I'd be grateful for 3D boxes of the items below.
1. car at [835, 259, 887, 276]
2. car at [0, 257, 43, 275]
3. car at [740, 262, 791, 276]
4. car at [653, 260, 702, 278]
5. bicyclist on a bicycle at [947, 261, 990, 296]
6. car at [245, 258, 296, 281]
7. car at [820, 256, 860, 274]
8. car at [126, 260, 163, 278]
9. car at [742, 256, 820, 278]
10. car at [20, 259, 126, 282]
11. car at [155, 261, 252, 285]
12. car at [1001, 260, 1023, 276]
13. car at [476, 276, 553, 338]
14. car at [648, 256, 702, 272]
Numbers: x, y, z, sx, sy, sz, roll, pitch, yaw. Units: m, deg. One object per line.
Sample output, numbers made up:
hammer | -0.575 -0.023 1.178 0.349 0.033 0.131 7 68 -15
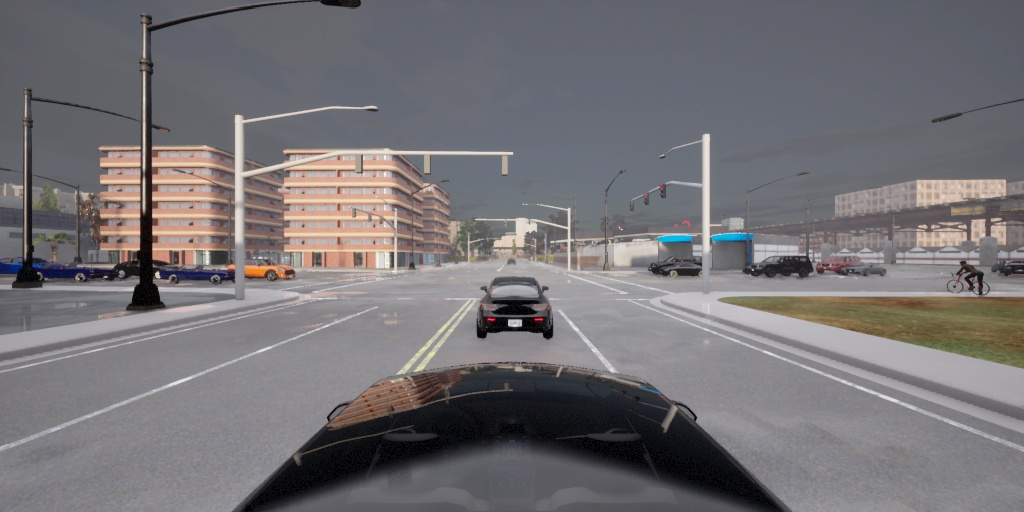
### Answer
car | 35.243 1.314 35.978 4.181 1.385 1.994 0 0 -18
car | -38.176 0.821 28.310 5.008 1.535 1.882 1 0 1
car | 26.583 1.314 37.696 4.181 1.385 1.994 0 0 -8
car | 16.096 1.314 33.906 4.181 1.385 1.994 0 0 0
bicyclist on a bicycle | 21.908 1.051 17.256 0.582 1.620 1.656 0 0 0
car | -19.466 0.986 27.959 4.553 1.767 2.097 1 0 1
car | 36.621 0.971 40.073 5.566 2.045 2.150 0 0 -22
car | -28.243 1.021 28.122 4.892 1.490 1.837 1 0 1
car | 25.449 0.971 34.037 5.566 2.045 2.150 0 0 -5
car | -30.080 1.088 24.654 4.718 1.301 1.895 1 0 1
car | -20.965 1.220 24.490 4.718 1.301 1.895 1 0 2
car | 50.501 1.228 35.516 5.008 1.535 1.882 0 0 -33
car | 0.073 1.276 10.017 1.812 1.442 4.674 0 0 0
car | 17.183 0.971 37.340 5.566 2.045 2.150 0 0 1
